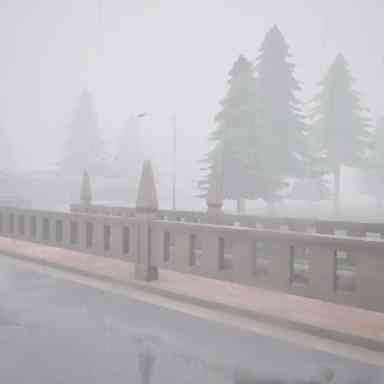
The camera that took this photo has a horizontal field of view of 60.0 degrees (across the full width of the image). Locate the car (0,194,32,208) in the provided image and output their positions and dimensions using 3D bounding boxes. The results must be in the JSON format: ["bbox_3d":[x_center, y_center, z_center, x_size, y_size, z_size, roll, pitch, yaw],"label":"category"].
[{"bbox_3d":[-17.634,0.980,31.203,1.837,1.490,4.892,1,1,38],"label":"car"}]
